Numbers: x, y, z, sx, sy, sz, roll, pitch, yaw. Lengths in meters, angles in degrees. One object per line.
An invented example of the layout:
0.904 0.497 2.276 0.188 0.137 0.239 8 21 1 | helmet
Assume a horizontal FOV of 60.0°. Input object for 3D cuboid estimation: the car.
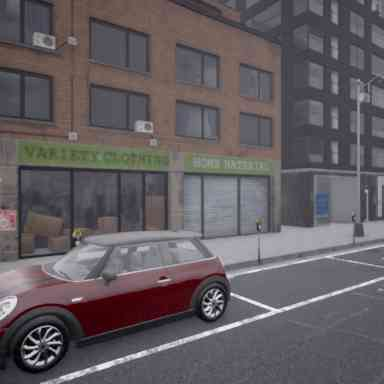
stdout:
-1.369 1.440 5.559 4.097 1.590 1.967 0 0 -36 | car
